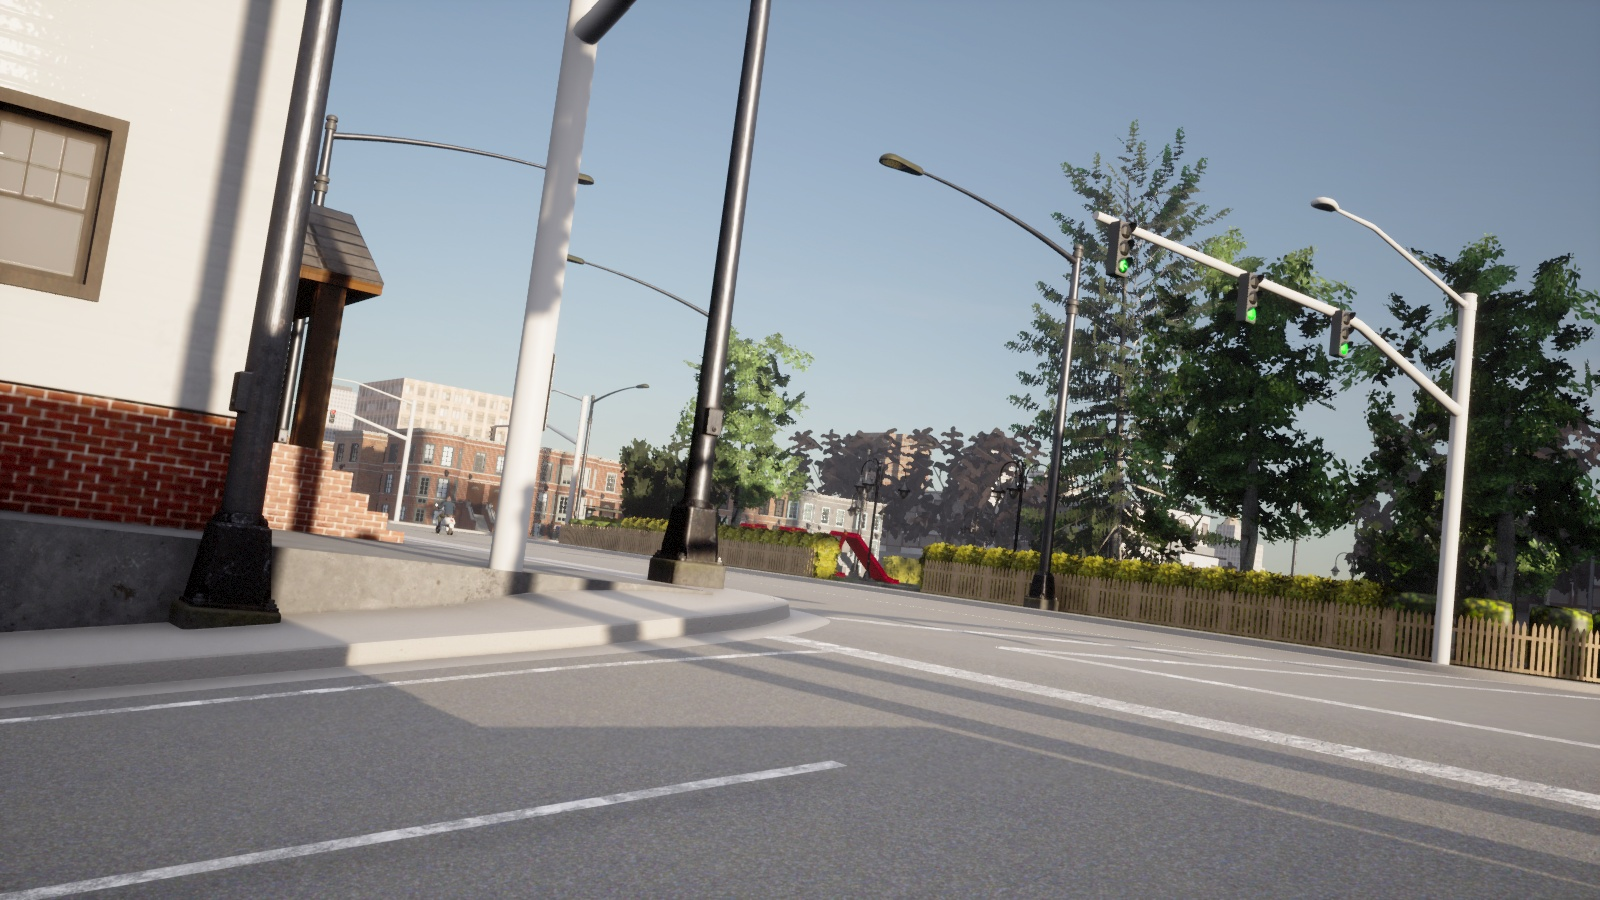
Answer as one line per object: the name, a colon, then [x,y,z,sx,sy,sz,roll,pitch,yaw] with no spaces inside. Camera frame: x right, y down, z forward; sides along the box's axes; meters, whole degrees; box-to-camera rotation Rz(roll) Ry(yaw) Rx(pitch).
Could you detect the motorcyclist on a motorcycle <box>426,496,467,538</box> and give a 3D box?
motorcyclist on a motorcycle: [-14.756,2.788,52.388,0.866,1.590,1.817,10,-6,-35]
